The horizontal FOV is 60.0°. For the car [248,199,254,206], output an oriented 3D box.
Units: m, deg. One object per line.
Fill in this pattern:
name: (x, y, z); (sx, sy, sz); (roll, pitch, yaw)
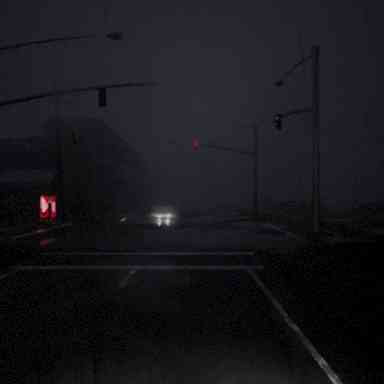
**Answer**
car: (13.746, 1.824, 63.634); (4.605, 1.855, 1.932); (0, -1, 0)

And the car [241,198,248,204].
car: (13.880, 2.308, 82.213); (3.633, 1.501, 1.845); (0, -1, 0)

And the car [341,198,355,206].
car: (32.295, 2.086, 67.245); (3.633, 1.501, 1.845); (0, -1, 0)

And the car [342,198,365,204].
car: (39.914, 2.273, 82.228); (4.514, 1.523, 2.007); (0, -1, 0)

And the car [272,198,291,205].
car: (21.301, 2.285, 79.234); (3.806, 1.475, 1.970); (0, -1, 0)

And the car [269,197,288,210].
car: (14.161, 1.705, 47.934); (5.027, 1.636, 2.152); (0, -1, 0)

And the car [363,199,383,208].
car: (32.255, 1.953, 57.253); (4.514, 1.523, 2.007); (0, -1, 0)

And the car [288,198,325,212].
car: (14.486, 1.712, 41.516); (3.806, 1.475, 1.970); (0, -1, 0)

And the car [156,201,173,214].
car: (-3.503, 1.964, 42.933); (2.128, 1.511, 4.902); (0, -1, 0)

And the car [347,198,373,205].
car: (39.967, 2.229, 79.091); (5.027, 1.636, 2.152); (0, -1, 0)

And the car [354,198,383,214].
car: (21.536, 1.737, 37.854); (4.514, 1.523, 2.007); (0, -1, 0)

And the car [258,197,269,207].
car: (14.159, 1.771, 60.728); (3.866, 1.878, 1.905); (0, -1, 0)
